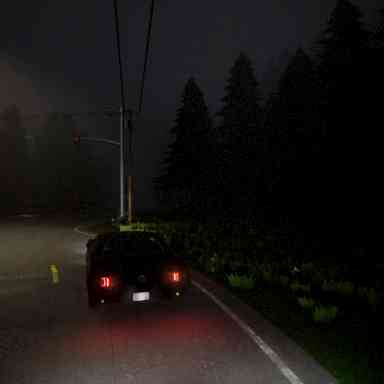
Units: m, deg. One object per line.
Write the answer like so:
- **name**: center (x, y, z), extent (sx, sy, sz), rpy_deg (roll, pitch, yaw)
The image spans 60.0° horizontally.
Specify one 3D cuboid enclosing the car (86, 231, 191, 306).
- **car**: center (-1.599, 1.601, 8.126), extent (1.895, 1.301, 4.718), rpy_deg (0, 0, -18)
